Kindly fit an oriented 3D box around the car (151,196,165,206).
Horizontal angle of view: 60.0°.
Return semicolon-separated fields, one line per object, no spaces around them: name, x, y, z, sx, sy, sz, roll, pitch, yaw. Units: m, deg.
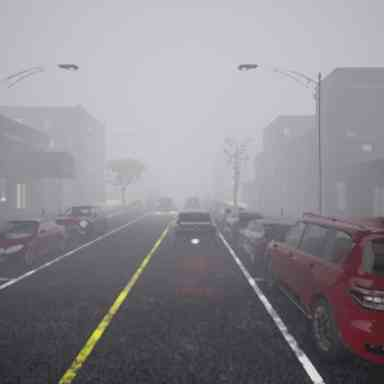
car;-5.808;1.470;57.027;1.967;1.590;4.097;0;0;0

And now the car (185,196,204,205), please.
car;0.100;1.371;44.263;2.097;1.767;4.553;0;0;0

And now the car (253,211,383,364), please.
car;2.700;1.317;5.831;2.192;1.841;5.009;0;0;0

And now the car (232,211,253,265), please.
car;2.698;1.570;11.363;1.947;1.339;4.313;0;0;0

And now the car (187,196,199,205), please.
car;0.106;1.525;62.049;2.128;1.511;4.902;0;0;0

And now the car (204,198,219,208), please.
car;2.830;1.589;49.126;1.947;1.339;4.313;0;0;0

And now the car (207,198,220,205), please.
car;2.760;1.538;33.360;1.752;1.417;4.829;0;0;0

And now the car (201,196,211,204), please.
car;2.831;1.583;67.129;1.887;1.381;4.507;0;0;0

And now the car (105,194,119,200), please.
car;-19.991;1.214;80.467;4.507;1.381;1.887;1;-2;-1

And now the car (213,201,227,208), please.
car;2.706;1.553;22.123;1.887;1.381;4.507;0;0;0

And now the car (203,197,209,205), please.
car;2.801;1.569;41.581;2.008;1.369;4.403;0;0;0

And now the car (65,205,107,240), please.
car;-5.681;1.446;16.899;1.967;1.590;4.097;1;0;0

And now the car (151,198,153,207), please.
car;-5.803;1.572;46.208;2.008;1.369;4.403;0;0;0

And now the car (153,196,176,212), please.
car;-3.027;1.368;39.943;2.097;1.767;4.553;0;0;1

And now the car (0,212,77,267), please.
car;-5.683;1.586;11.365;1.802;1.307;4.206;1;0;0

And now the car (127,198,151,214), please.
car;-5.750;1.540;34.973;1.752;1.417;4.829;1;0;0

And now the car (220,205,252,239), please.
car;2.698;1.572;16.897;1.947;1.339;4.313;0;0;0

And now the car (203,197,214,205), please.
car;2.831;1.612;58.127;1.802;1.307;4.206;0;0;0

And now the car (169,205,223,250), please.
car;0.079;1.510;14.366;1.837;1.490;4.892;0;0;-1
